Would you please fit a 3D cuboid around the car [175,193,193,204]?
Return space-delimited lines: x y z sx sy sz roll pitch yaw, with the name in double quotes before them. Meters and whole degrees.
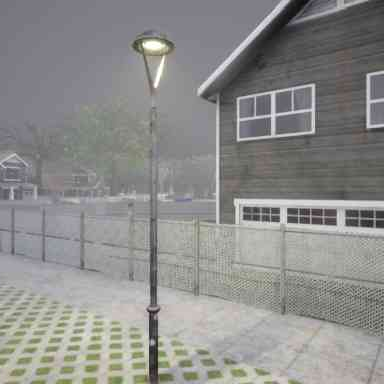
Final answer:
"car" -1.422 1.230 61.268 2.150 2.045 5.566 0 0 15

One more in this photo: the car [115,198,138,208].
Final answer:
"car" -9.144 1.605 46.140 1.837 1.490 4.892 0 1 19

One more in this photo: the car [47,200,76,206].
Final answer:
"car" -13.655 1.583 33.948 2.128 1.511 4.902 0 0 22
